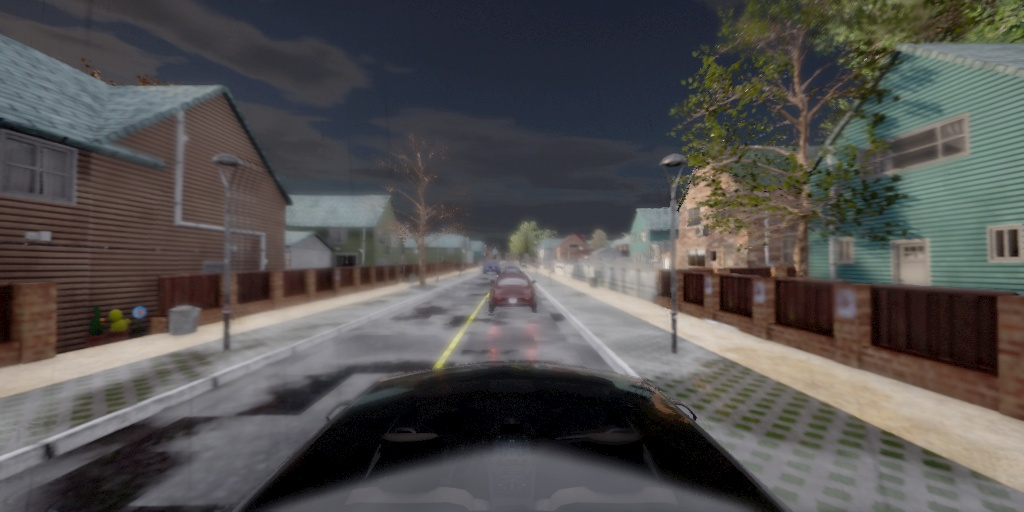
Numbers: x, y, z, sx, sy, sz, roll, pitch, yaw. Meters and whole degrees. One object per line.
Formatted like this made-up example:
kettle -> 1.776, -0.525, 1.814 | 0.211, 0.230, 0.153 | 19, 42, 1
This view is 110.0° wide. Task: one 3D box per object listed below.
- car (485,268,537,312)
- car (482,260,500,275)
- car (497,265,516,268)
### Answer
car -> 0.050, 1.424, 14.915 | 1.812, 1.442, 4.674 | 0, 0, 0
car -> -2.791, 1.496, 49.180 | 2.150, 2.045, 5.566 | 0, -1, 1
car -> 0.045, 1.627, 29.657 | 1.994, 1.385, 4.181 | 0, -1, 1
